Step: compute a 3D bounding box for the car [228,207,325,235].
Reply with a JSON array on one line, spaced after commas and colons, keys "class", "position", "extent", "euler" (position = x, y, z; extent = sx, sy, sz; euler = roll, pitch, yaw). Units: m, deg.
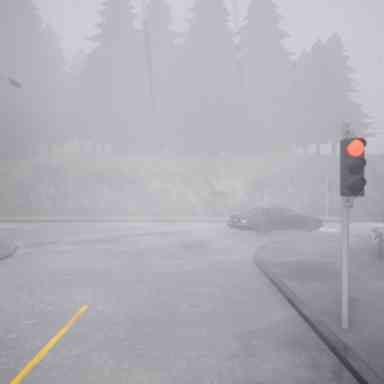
[{"class": "car", "position": [4.652, 1.513, 18.306], "extent": [5.357, 1.411, 2.033], "euler": [0, 0, -21]}]
